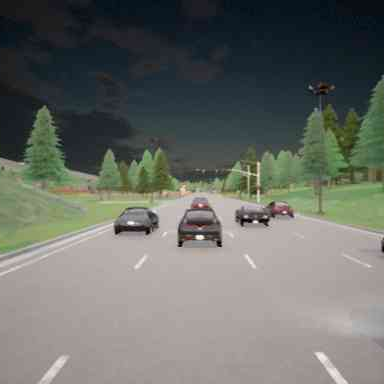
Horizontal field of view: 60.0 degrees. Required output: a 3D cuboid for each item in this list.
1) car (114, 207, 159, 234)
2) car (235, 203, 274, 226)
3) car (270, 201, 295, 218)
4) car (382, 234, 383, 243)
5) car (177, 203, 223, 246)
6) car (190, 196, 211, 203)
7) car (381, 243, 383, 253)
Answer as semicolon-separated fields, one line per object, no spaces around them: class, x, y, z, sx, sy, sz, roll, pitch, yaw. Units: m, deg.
car;-3.046;1.535;18.901;1.994;1.385;4.181;0;0;2
car;4.068;1.584;23.169;1.895;1.301;4.718;0;0;2
car;7.753;1.511;29.835;1.812;1.442;4.674;0;0;2
car;7.229;1.499;9.199;2.128;1.511;4.902;0;0;1
car;0.361;1.489;15.267;1.837;1.490;4.892;0;0;1
car;0.867;1.316;34.045;2.097;1.767;4.553;0;0;2
car;3.635;1.511;2.325;1.837;1.490;4.892;0;0;0
